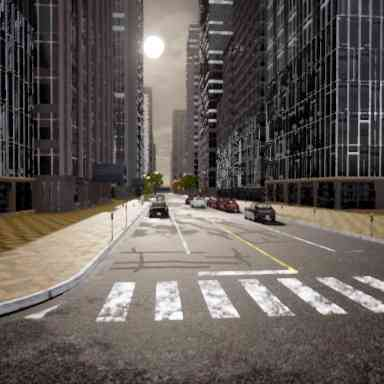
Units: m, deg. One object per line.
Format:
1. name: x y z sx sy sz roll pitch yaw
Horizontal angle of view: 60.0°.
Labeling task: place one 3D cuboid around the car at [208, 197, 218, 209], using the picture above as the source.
1. car: 3.705 1.513 43.103 1.887 1.381 4.507 -1 0 -5

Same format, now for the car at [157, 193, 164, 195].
1. car: -6.698 1.520 70.479 2.008 1.369 4.403 -1 0 -5

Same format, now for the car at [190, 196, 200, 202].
1. car: 0.595 1.548 76.853 1.802 1.307 4.206 -1 0 -5

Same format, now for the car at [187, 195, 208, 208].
1. car: 0.819 1.494 48.018 1.812 1.442 4.674 0 0 -5

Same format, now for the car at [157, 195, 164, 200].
1. car: -8.771 1.557 92.978 1.802 1.307 4.206 -1 0 -5

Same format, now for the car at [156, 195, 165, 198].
1. car: -4.091 1.498 42.187 1.752 1.417 4.829 -1 0 -5

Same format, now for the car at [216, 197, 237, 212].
1. car: 4.224 1.552 37.478 1.802 1.307 4.206 -1 0 -5

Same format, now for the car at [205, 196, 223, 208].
1. car: 3.185 1.407 48.728 1.967 1.590 4.097 -1 0 -5

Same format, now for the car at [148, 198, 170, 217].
1. car: -3.069 1.542 31.107 1.947 1.339 4.313 -1 0 -5

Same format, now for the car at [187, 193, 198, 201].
1. car: 0.073 1.283 82.478 2.192 1.841 5.009 -1 0 -5

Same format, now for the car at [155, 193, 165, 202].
1. car: -7.220 1.286 76.104 2.192 1.841 5.009 -1 0 -5

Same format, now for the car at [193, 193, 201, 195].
1. car: 1.110 1.281 71.228 2.192 1.841 5.009 -1 0 -5

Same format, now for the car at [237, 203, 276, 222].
1. car: 5.260 1.526 26.229 2.008 1.369 4.403 -1 0 -5

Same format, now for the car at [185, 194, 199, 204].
1. car: -0.096 1.531 57.898 1.994 1.385 4.181 0 0 -5
